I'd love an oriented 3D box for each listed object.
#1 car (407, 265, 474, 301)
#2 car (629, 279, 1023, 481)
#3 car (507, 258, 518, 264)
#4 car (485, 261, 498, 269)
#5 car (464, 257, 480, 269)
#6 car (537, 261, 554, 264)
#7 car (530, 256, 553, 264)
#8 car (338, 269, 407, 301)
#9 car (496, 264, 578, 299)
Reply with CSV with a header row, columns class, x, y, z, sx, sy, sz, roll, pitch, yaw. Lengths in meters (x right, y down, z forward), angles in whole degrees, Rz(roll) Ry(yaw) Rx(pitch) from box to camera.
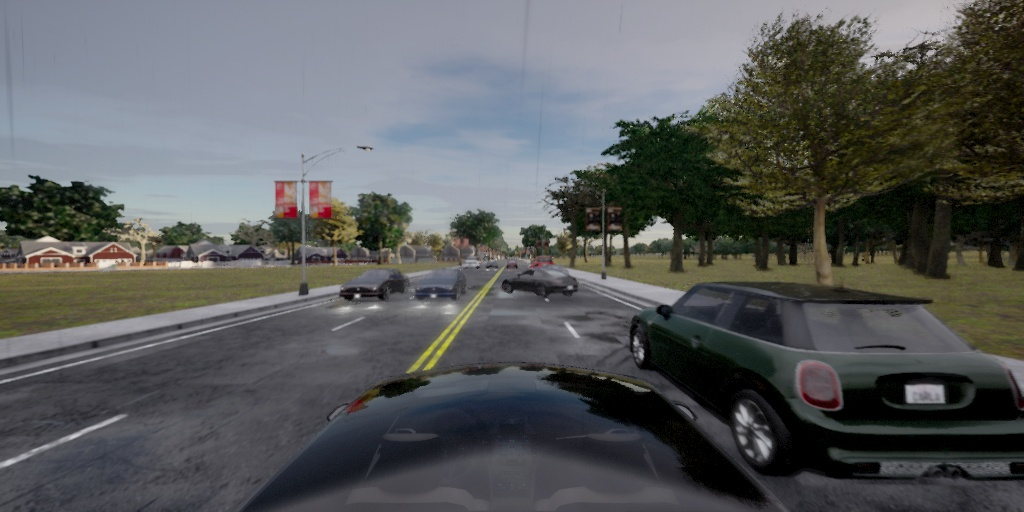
class,x,y,z,sx,sy,sz,roll,pitch,yaw
car,-3.345,1.335,17.946,2.033,1.411,5.357,0,0,0
car,3.251,1.109,4.946,2.097,1.767,4.553,0,0,0
car,0.047,1.432,62.115,1.812,1.442,4.674,0,0,0
car,-3.294,1.463,59.282,1.994,1.385,4.181,0,0,0
car,-6.543,1.116,58.791,2.150,2.045,5.566,0,0,1
car,3.258,1.357,26.979,2.033,1.411,5.357,0,0,0
car,3.262,1.061,38.012,2.150,2.045,5.566,0,0,0
car,-6.596,1.335,17.946,2.033,1.411,5.357,0,0,0
car,1.362,1.315,18.578,1.812,1.442,4.674,0,0,-36
